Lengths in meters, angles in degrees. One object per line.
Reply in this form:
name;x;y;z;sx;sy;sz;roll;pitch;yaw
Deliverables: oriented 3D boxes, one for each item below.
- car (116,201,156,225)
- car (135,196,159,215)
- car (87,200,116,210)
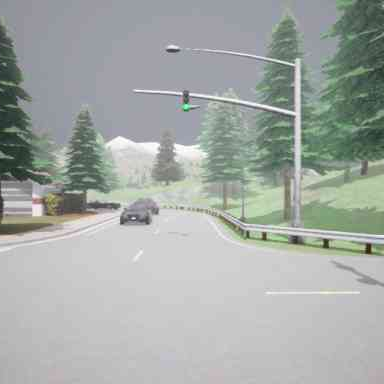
car;-3.954;1.563;24.111;1.994;1.385;4.181;0;0;-2
car;-4.776;1.351;33.903;2.097;1.767;4.553;0;0;-19
car;-11.340;1.607;41.649;4.718;1.301;1.895;0;0;14
